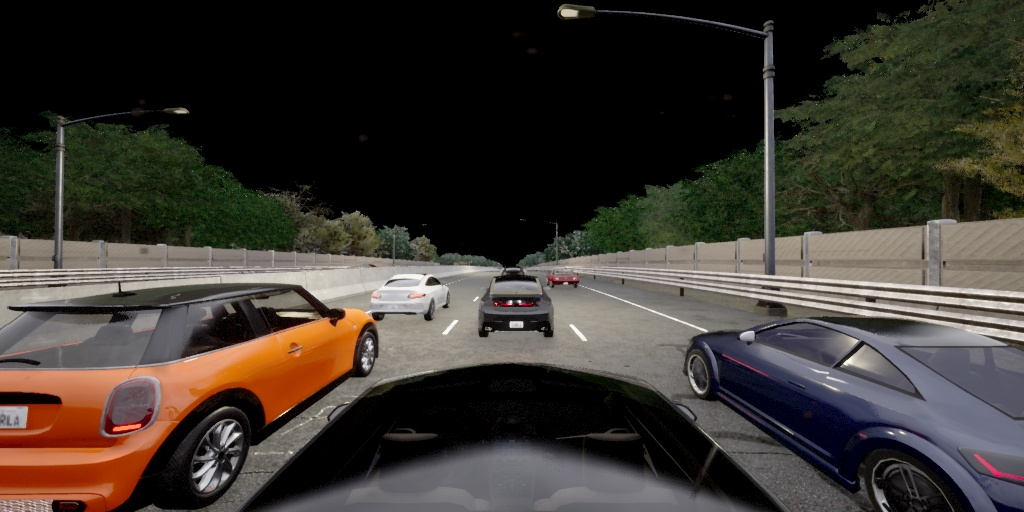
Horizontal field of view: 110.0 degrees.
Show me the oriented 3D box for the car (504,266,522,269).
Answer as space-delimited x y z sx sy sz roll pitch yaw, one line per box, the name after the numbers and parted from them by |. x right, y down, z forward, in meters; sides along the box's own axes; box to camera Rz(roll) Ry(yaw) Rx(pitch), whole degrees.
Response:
0.090 1.538 28.348 1.837 1.490 4.892 0 -1 0 | car

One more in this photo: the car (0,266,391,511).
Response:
-3.403 1.107 4.528 2.097 1.767 4.553 0 0 0 | car

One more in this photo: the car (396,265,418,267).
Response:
-14.094 2.010 50.008 1.882 1.535 5.008 0 -1 0 | car

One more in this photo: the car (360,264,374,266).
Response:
-21.082 1.920 51.557 2.097 1.767 4.553 0 -1 0 | car

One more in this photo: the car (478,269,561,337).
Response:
0.097 1.289 10.350 1.837 1.490 4.892 0 0 0 | car

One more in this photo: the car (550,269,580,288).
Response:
3.591 1.593 26.271 1.895 1.301 4.718 0 -1 0 | car

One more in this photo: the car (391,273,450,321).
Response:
-3.403 1.327 12.585 1.812 1.442 4.674 0 -1 0 | car

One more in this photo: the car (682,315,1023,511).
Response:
3.600 1.316 3.801 1.994 1.385 4.181 0 0 0 | car
